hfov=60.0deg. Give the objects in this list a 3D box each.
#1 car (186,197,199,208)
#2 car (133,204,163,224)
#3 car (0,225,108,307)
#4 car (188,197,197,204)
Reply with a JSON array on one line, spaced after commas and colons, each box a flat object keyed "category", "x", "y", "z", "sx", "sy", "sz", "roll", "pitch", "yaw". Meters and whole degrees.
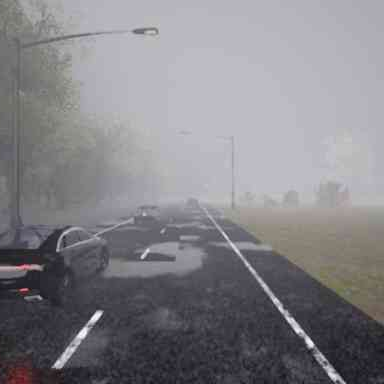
[{"category": "car", "x": 0.130, "y": 1.724, "z": 54.467, "sx": 1.882, "sy": 1.535, "sz": 5.008, "roll": 0, "pitch": 0, "yaw": 0}, {"category": "car", "x": -3.387, "y": 1.665, "z": 26.198, "sx": 2.033, "sy": 1.411, "sz": 5.357, "roll": 0, "pitch": 0, "yaw": 0}, {"category": "car", "x": -3.398, "y": 1.528, "z": 8.008, "sx": 2.128, "sy": 1.511, "sz": 4.902, "roll": 0, "pitch": 0, "yaw": 0}, {"category": "car", "x": 0.044, "y": 1.833, "z": 72.917, "sx": 1.837, "sy": 1.490, "sz": 4.892, "roll": 0, "pitch": 0, "yaw": 0}]
